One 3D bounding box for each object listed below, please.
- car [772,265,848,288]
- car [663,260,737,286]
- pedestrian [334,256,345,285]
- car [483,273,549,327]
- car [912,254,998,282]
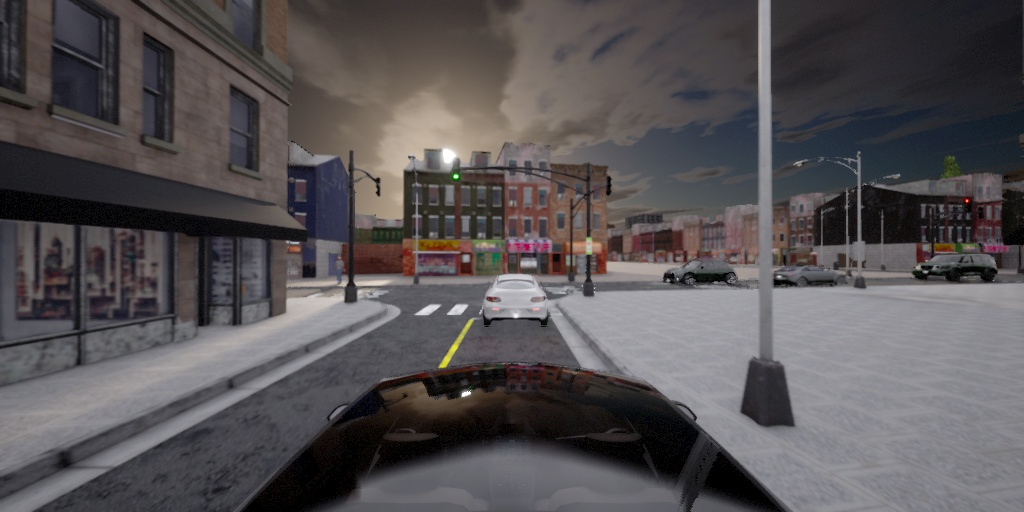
[{"bbox_3d":[18.260,1.236,22.191,4.181,1.385,1.994,0,0,-9],"label":"car"},{"bbox_3d":[12.607,1.052,24.236,4.553,1.767,2.097,0,0,-9],"label":"car"},{"bbox_3d":[-11.204,0.924,23.299,0.375,1.860,0.375,0,0,-9],"label":"pedestrian"},{"bbox_3d":[0.109,1.267,11.437,1.812,1.442,4.674,0,0,0],"label":"car"},{"bbox_3d":[34.113,0.862,27.656,5.566,2.045,2.150,0,0,-9],"label":"car"}]
